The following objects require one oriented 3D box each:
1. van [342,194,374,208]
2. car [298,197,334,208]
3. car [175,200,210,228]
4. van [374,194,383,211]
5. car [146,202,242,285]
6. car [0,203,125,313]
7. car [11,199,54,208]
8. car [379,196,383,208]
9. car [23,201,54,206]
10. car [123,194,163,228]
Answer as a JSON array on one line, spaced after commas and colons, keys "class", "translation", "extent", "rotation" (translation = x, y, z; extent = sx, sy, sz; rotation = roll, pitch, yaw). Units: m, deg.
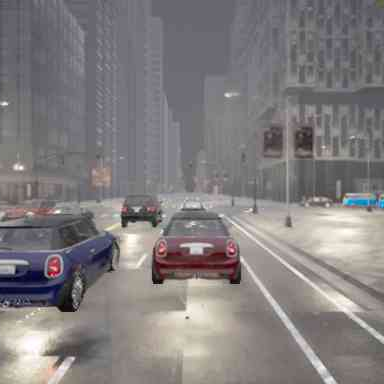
[{"class": "van", "translation": [21.495, 1.111, 42.794], "extent": [3.998, 1.788, 1.690], "rotation": [0, 0, 0]}, {"class": "car", "translation": [15.877, 1.332, 42.819], "extent": [4.403, 1.369, 2.008], "rotation": [0, 0, 0]}, {"class": "car", "translation": [0.090, 1.396, 22.437], "extent": [2.128, 1.511, 4.902], "rotation": [0, 0, 2]}, {"class": "van", "translation": [21.460, 1.137, 34.269], "extent": [3.998, 1.788, 1.690], "rotation": [0, 0, 0]}, {"class": "car", "translation": [0.100, 1.313, 9.508], "extent": [2.097, 1.767, 4.553], "rotation": [0, 0, 0]}, {"class": "car", "translation": [-3.148, 1.320, 7.757], "extent": [2.097, 1.767, 4.553], "rotation": [0, 0, 0]}, {"class": "car", "translation": [-9.771, 1.264, 20.363], "extent": [2.097, 1.767, 4.553], "rotation": [0, 0, 0]}, {"class": "car", "translation": [26.943, 1.284, 42.771], "extent": [4.829, 1.417, 1.752], "rotation": [0, 0, 0]}, {"class": "car", "translation": [-6.548, 1.417, 17.663], "extent": [2.128, 1.511, 4.902], "rotation": [0, 0, 0]}, {"class": "car", "translation": [-3.149, 1.130, 21.648], "extent": [2.150, 2.045, 5.566], "rotation": [0, 0, 0]}]
